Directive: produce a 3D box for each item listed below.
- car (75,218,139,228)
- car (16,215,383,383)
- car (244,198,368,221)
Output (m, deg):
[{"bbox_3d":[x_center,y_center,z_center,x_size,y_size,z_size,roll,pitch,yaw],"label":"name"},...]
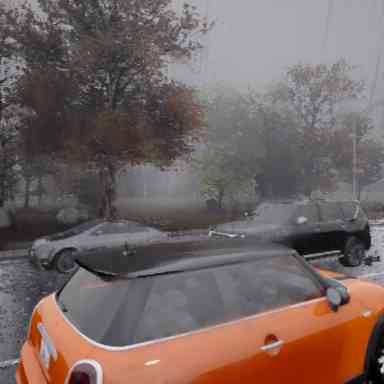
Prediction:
[{"bbox_3d":[-2.769,1.529,10.362,4.181,1.385,1.994,0,0,-33],"label":"car"},{"bbox_3d":[0.560,1.342,3.907,4.553,1.767,2.097,0,0,-34],"label":"car"},{"bbox_3d":[2.954,1.203,9.875,5.566,2.045,2.150,0,0,-31],"label":"car"}]
